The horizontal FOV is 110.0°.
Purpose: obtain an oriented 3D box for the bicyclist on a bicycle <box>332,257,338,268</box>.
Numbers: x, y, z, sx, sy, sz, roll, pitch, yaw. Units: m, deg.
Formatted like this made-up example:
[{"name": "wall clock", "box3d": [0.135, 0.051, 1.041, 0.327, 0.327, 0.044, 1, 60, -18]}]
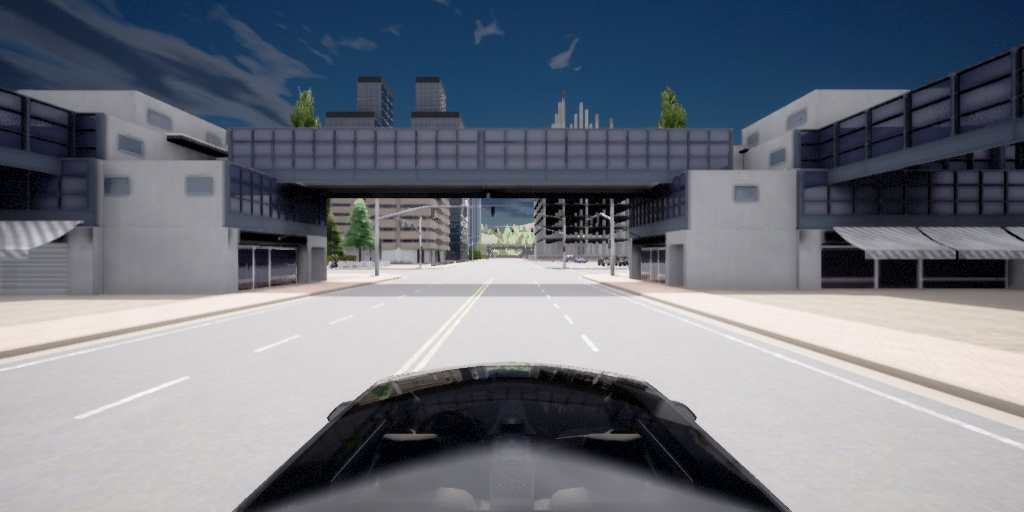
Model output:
[{"name": "bicyclist on a bicycle", "box3d": [-26.008, 1.023, 52.725, 0.582, 1.620, 1.656, 0, 0, 0]}]
